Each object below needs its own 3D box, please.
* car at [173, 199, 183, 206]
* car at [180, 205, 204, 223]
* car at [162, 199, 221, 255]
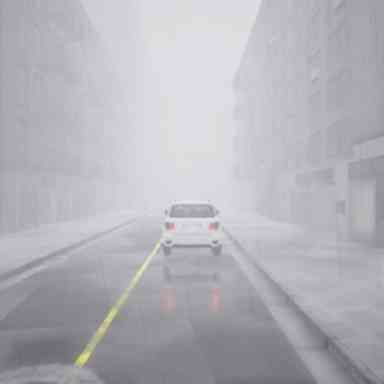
[{"bbox_3d":[-3.019,2.229,71.762,1.895,1.301,4.718,0,0,0],"label":"car"},{"bbox_3d":[-0.006,1.869,29.113,1.895,1.301,4.718,0,0,0],"label":"car"},{"bbox_3d":[-0.002,1.348,14.029,2.150,2.045,5.566,0,0,0],"label":"car"}]
